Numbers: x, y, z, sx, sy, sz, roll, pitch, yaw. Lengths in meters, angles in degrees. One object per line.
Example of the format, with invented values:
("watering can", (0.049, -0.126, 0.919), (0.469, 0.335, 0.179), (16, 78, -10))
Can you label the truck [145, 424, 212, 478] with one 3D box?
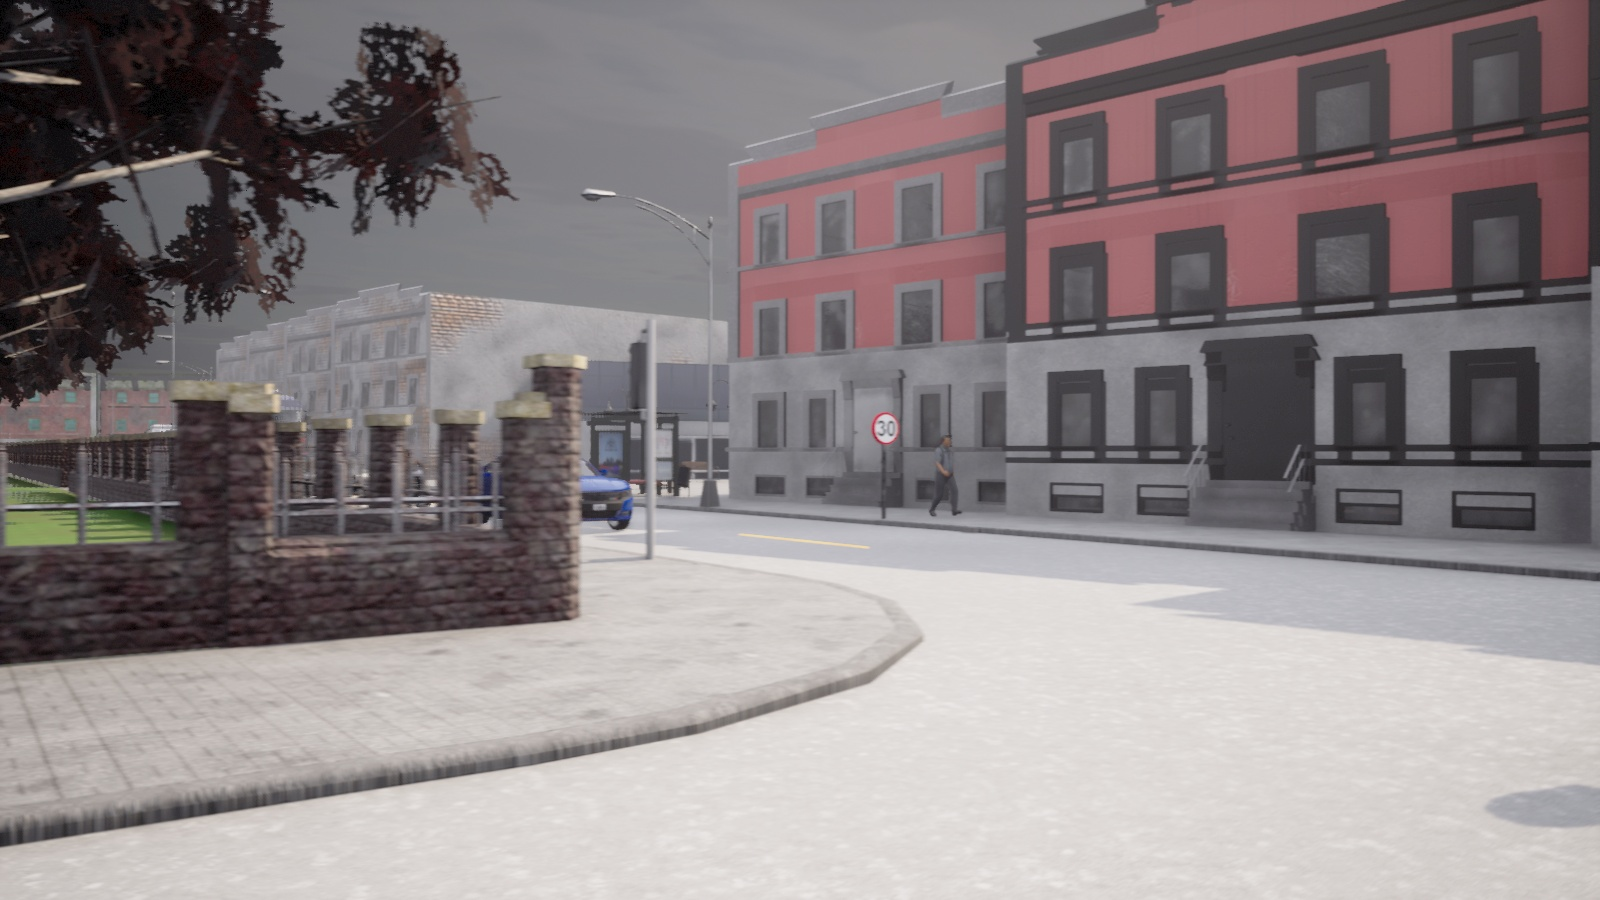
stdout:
("truck", (-42.133, 0.060, 84.973), (2.891, 3.462, 7.936), (0, 0, -35))

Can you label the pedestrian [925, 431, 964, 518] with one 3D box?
("pedestrian", (3.115, 0.514, 27.088), (0.540, 1.848, 0.694), (0, 0, -30))

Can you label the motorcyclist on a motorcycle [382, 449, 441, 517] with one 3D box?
("motorcyclist on a motorcycle", (-9.835, 0.794, 31.728), (0.766, 1.649, 2.350), (0, 0, -35))

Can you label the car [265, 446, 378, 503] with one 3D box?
("car", (-14.907, 0.716, 39.006), (2.242, 1.667, 4.611), (0, 0, -35))

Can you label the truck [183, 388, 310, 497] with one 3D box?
("truck", (-21.498, -0.255, 48.457), (2.891, 3.827, 8.468), (0, 0, -35))

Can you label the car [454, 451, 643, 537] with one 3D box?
("car", (-5.120, 0.795, 24.992), (1.882, 1.535, 5.008), (0, 0, -34))
